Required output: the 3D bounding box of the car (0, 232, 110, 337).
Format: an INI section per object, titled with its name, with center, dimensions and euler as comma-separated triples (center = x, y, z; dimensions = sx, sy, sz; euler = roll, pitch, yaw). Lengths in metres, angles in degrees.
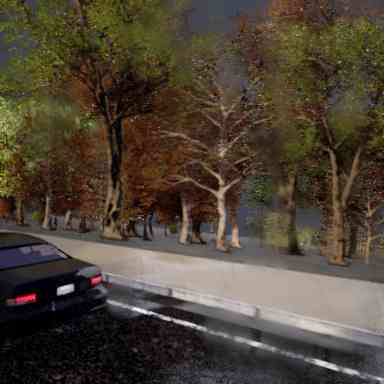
[car]
center = -3.964, 1.519, 6.516
dimensions = 5.357, 1.411, 2.033
euler = 0, 0, 36
